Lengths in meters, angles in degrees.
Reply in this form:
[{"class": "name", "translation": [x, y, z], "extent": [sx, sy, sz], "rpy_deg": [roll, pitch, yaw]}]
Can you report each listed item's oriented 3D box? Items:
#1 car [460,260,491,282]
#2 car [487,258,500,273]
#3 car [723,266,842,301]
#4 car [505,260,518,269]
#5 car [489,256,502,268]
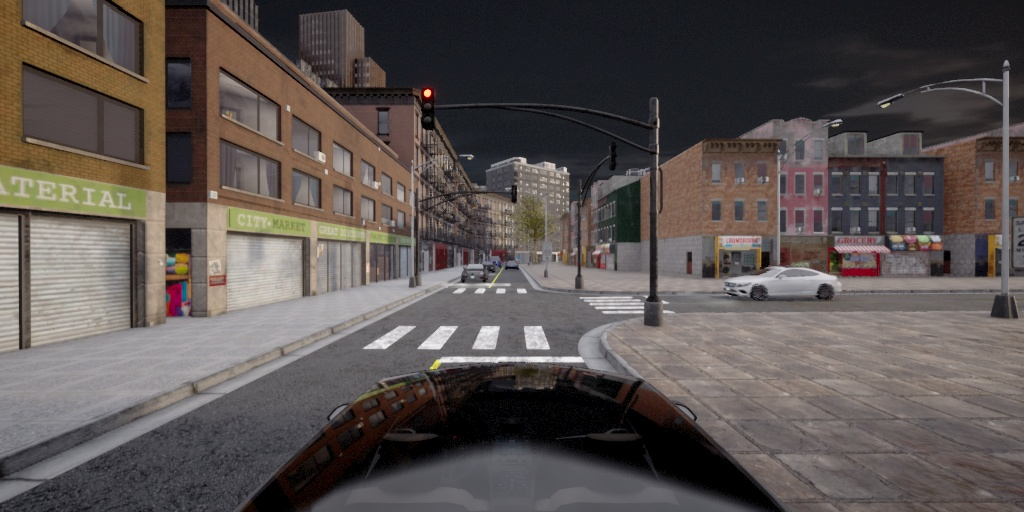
[{"class": "car", "translation": [-2.902, 1.279, 28.688], "extent": [1.812, 1.442, 4.674], "rpy_deg": [0, 0, 0]}, {"class": "car", "translation": [-2.936, 1.312, 43.146], "extent": [2.033, 1.411, 5.357], "rpy_deg": [0, 0, 1]}, {"class": "car", "translation": [12.127, 1.198, 16.224], "extent": [4.674, 1.442, 1.812], "rpy_deg": [-1, 0, 1]}, {"class": "car", "translation": [-0.017, 1.342, 55.352], "extent": [1.994, 1.385, 4.181], "rpy_deg": [0, 0, 0]}, {"class": "car", "translation": [-2.905, 1.010, 60.174], "extent": [2.150, 2.045, 5.566], "rpy_deg": [0, -1, 0]}]
